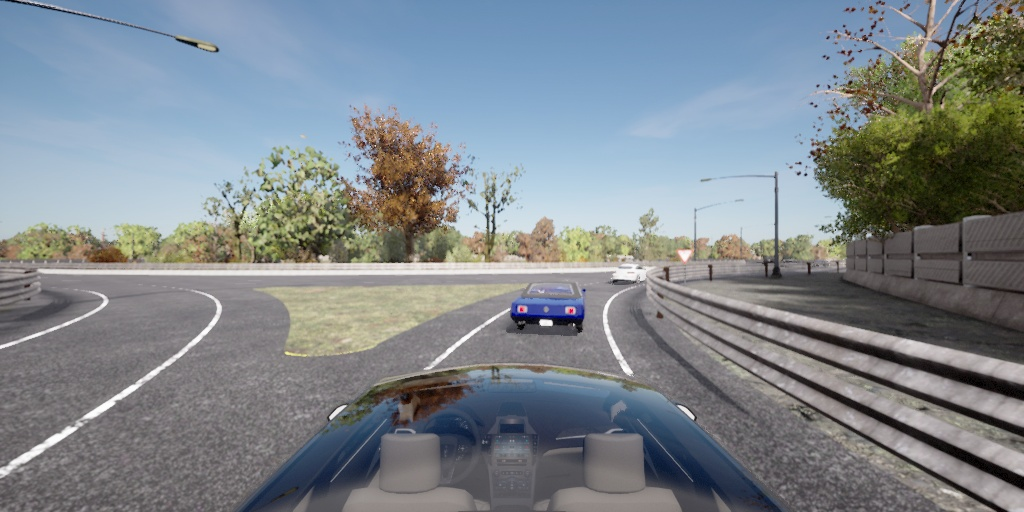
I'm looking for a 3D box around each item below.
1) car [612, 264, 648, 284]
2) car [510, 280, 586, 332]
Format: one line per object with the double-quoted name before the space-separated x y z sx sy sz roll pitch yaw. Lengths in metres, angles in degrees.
"car" 9.322 1.366 27.959 1.812 1.442 4.674 0 0 36
"car" 1.339 1.383 11.107 1.895 1.301 4.718 0 0 12
